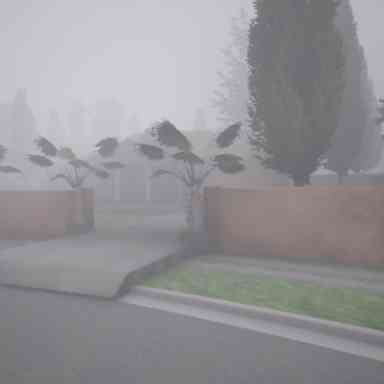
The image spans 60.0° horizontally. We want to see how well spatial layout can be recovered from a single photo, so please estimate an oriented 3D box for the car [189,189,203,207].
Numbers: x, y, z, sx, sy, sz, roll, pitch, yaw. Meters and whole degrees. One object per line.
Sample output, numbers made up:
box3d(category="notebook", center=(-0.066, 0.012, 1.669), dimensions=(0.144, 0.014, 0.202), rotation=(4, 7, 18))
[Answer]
box3d(category="car", center=(1.677, 0.458, 21.944), dimensions=(1.816, 1.474, 4.193), rotation=(-3, -2, 43))
